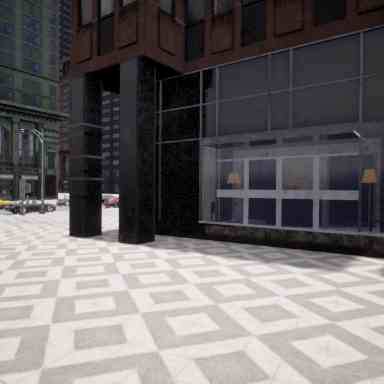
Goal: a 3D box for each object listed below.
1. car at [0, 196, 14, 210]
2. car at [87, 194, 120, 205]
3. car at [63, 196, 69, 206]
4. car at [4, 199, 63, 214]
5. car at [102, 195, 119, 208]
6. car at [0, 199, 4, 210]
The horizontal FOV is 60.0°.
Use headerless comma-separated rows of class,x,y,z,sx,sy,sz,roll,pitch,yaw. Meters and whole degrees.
car,-22.092,1.233,35.880,1.752,1.417,4.829,2,2,36
car,-12.906,1.082,48.707,1.947,1.339,4.313,2,2,36
car,-15.935,1.132,44.478,2.008,1.369,4.403,2,2,36
car,-14.961,1.342,31.198,2.008,1.369,4.403,2,2,36
car,-8.698,1.244,39.942,1.802,1.307,4.206,2,2,36
car,-18.093,1.419,26.825,1.947,1.339,4.313,2,2,36
